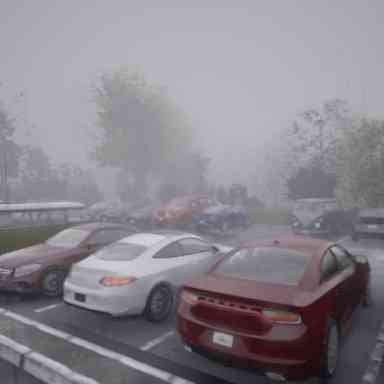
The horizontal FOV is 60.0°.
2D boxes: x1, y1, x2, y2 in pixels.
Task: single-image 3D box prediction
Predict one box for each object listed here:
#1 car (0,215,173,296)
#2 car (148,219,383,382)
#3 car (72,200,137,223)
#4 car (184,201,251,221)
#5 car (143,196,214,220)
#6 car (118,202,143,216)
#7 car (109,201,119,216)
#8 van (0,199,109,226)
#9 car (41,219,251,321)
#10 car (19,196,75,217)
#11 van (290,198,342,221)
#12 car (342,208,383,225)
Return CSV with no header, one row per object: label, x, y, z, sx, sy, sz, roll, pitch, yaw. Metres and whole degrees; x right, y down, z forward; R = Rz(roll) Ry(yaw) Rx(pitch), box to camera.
car,-2.837,1.610,9.041,2.002,1.452,4.674,-1,-1,35
car,1.771,1.503,5.756,2.097,1.535,5.008,-1,-1,35
car,-7.110,1.526,27.512,2.231,1.521,4.892,0,0,35
car,1.996,1.579,21.023,2.097,1.535,5.008,1,0,35
car,-0.327,1.317,22.647,2.435,2.045,5.566,0,0,35
car,-2.630,1.583,24.282,2.163,1.488,4.792,0,0,35
car,-4.932,1.569,25.919,2.163,1.488,4.792,0,0,35
van,-5.183,1.353,10.847,1.878,1.987,4.442,0,0,35
car,-0.530,1.579,7.394,2.002,1.452,4.674,-1,-1,35
car,-14.036,1.356,32.389,2.185,1.767,4.553,0,0,35
van,6.638,1.314,17.582,1.878,1.987,4.442,-1,0,35
car,9.031,1.534,16.065,2.163,1.488,4.792,-1,-1,35
